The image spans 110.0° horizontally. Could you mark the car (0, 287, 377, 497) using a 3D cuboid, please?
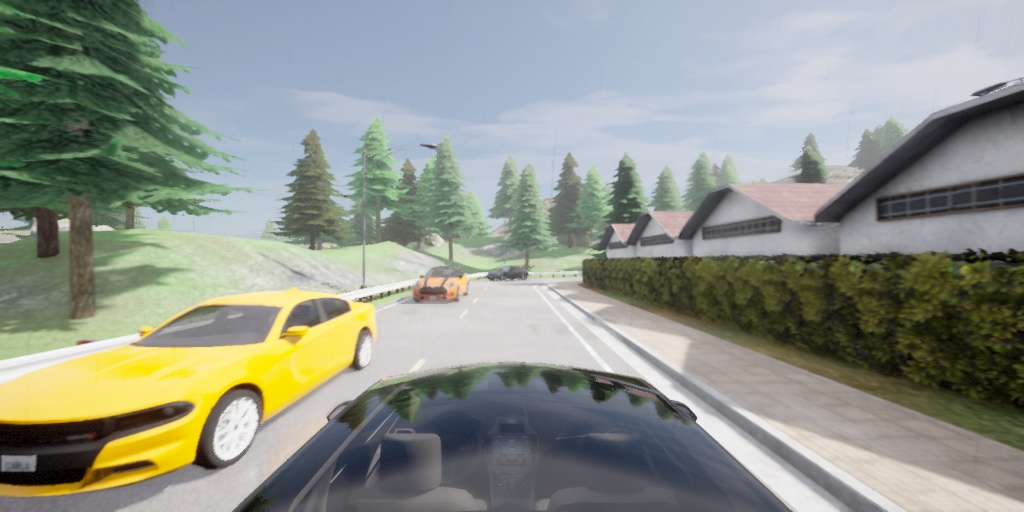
[{"bbox_3d":[-3.606,1.272,5.114,1.882,1.535,5.008,0,-1,0],"label":"car"}]

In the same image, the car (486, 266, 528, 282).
[{"bbox_3d":[-0.362,1.681,34.559,1.812,1.442,4.674,-1,-1,44],"label":"car"}]

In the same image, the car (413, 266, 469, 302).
[{"bbox_3d":[-3.484,1.312,18.247,2.097,1.767,4.553,0,-1,1],"label":"car"}]
